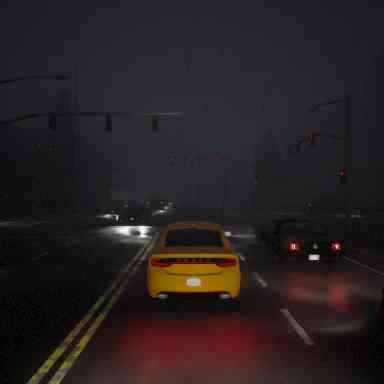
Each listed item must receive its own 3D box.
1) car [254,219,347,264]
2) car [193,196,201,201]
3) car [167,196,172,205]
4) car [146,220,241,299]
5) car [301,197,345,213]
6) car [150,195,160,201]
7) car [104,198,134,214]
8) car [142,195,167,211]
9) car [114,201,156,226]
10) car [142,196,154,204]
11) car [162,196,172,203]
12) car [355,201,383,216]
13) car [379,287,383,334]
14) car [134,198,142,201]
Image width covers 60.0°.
[{"bbox_3d":[3.501,1.601,11.811,1.895,1.301,4.718,0,0,-1],"label":"car"},{"bbox_3d":[1.298,1.595,88.224,1.895,1.301,4.718,0,0,-1],"label":"car"},{"bbox_3d":[-4.926,1.493,54.899,2.128,1.511,4.902,0,0,-1],"label":"car"},{"bbox_3d":[0.033,1.478,8.487,1.882,1.535,5.008,0,0,0],"label":"car"},{"bbox_3d":[14.080,1.352,35.576,4.553,1.767,2.097,0,0,-2],"label":"car"},{"bbox_3d":[-9.012,1.411,80.763,1.994,1.385,4.181,0,0,-1],"label":"car"},{"bbox_3d":[-7.836,1.548,34.994,2.033,1.411,5.357,0,0,-2],"label":"car"},{"bbox_3d":[-4.543,1.352,41.296,2.097,1.767,4.553,0,0,-2],"label":"car"},{"bbox_3d":[-3.942,1.564,23.590,1.994,1.385,4.181,0,0,-2],"label":"car"},{"bbox_3d":[-8.648,1.477,65.527,1.882,1.535,5.008,0,0,-1],"label":"car"},{"bbox_3d":[-5.234,1.524,70.103,1.812,1.442,4.674,0,0,-1],"label":"car"},{"bbox_3d":[18.770,1.547,32.211,5.357,1.411,2.033,0,0,-2],"label":"car"},{"bbox_3d":[3.597,1.478,2.721,1.882,1.535,5.008,0,0,0],"label":"car"},{"bbox_3d":[-8.269,1.547,48.675,2.033,1.411,5.357,0,0,-2],"label":"car"}]
